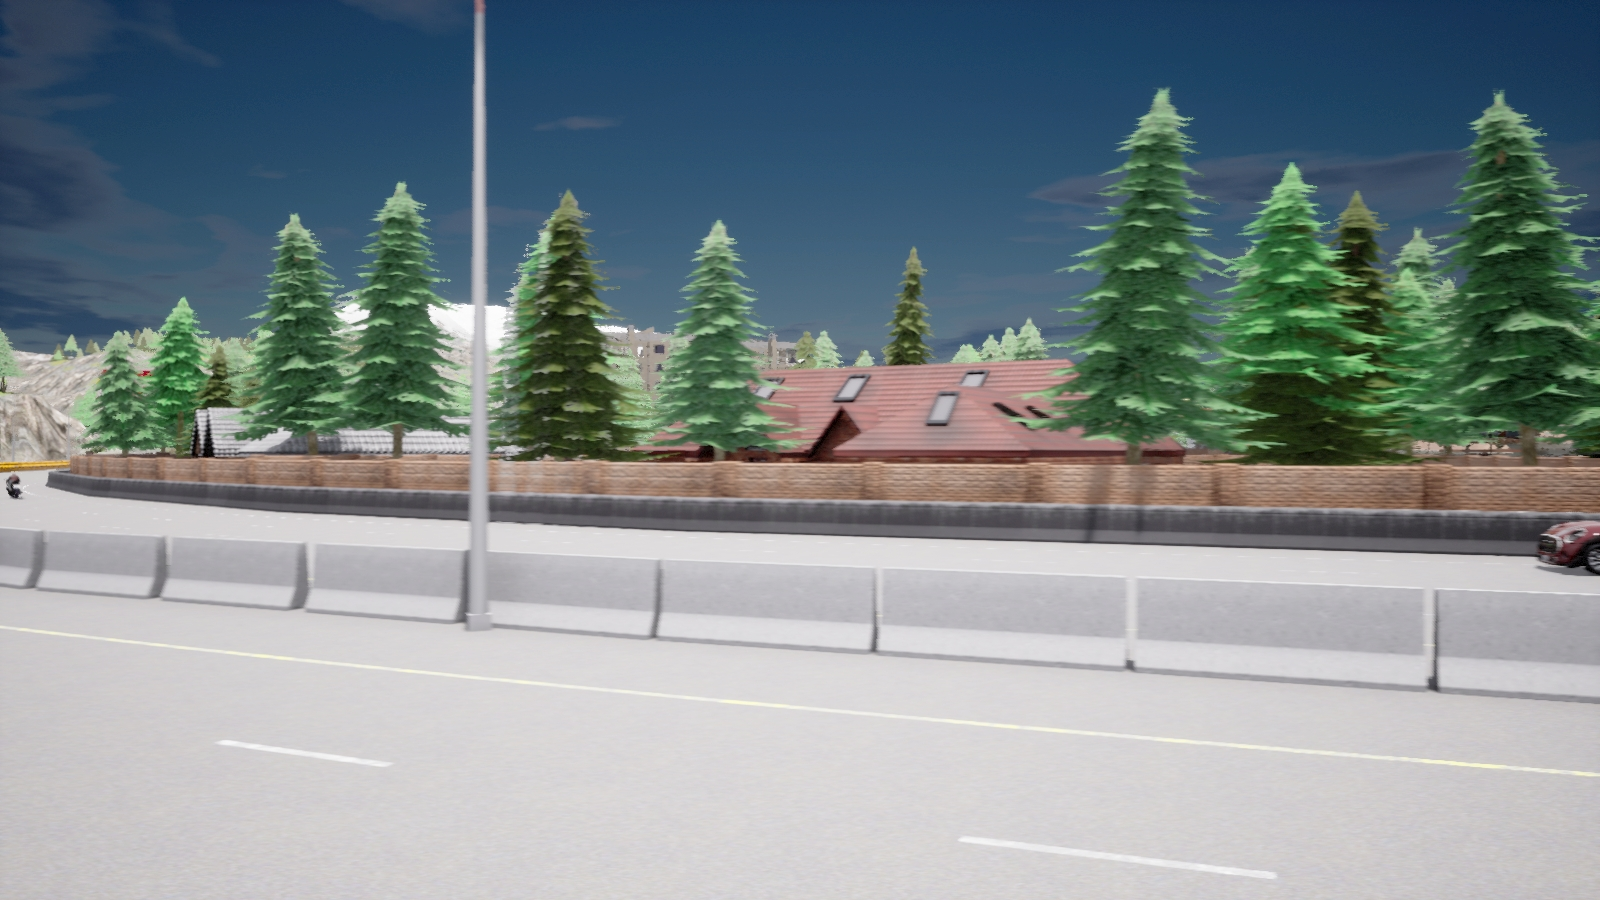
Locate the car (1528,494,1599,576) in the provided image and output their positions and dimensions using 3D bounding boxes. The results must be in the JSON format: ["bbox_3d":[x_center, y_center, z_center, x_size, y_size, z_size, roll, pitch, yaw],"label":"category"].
[{"bbox_3d":[19.636,1.947,26.190,4.553,1.767,2.097,0,0,16],"label":"car"}]
